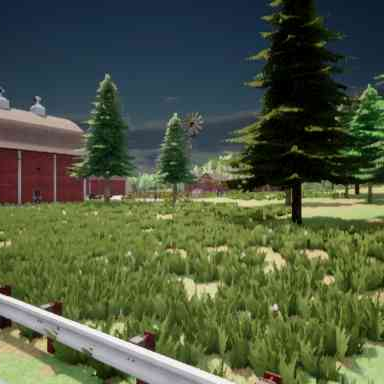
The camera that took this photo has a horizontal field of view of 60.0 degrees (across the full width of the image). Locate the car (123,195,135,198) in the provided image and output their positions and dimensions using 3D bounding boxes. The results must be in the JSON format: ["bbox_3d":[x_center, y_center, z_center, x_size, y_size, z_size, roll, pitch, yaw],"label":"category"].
[{"bbox_3d":[-18.021,1.511,93.586,1.816,1.474,4.193,0,0,35],"label":"car"}]
